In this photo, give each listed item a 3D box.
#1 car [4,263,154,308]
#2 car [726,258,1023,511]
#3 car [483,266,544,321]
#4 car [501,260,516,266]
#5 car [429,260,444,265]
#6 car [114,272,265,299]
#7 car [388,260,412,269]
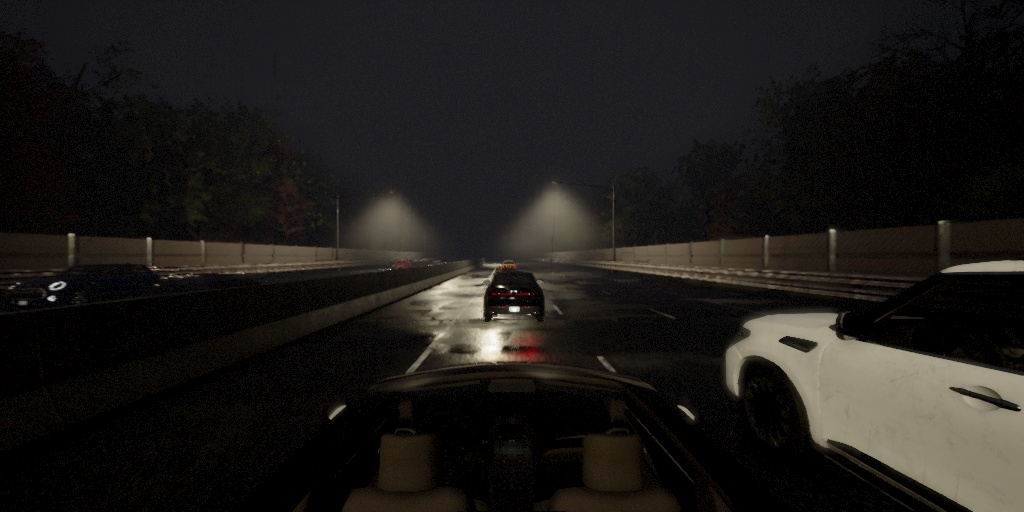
[{"bbox_3d":[-17.667,1.108,15.175,2.097,1.767,4.553,0,0,-1],"label":"car"},{"bbox_3d":[3.594,0.971,1.840,2.150,2.045,5.566,0,0,0],"label":"car"},{"bbox_3d":[0.052,1.259,12.560,1.837,1.490,4.892,0,0,0],"label":"car"},{"bbox_3d":[-0.439,1.223,44.173,1.801,1.575,5.366,0,0,-1],"label":"car"},{"bbox_3d":[-11.379,1.314,54.709,2.033,1.411,5.357,0,0,-1],"label":"car"},{"bbox_3d":[-10.650,1.319,12.645,1.994,1.385,4.181,0,0,0],"label":"car"},{"bbox_3d":[-14.724,1.289,48.337,1.812,1.442,4.674,0,0,-1],"label":"car"}]
